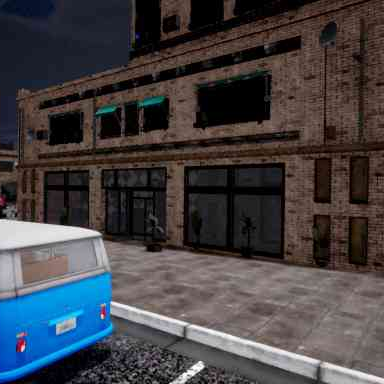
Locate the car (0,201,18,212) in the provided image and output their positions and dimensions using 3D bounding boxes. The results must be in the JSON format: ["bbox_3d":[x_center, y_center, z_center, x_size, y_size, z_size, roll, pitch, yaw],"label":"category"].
[{"bbox_3d":[-16.117,1.793,31.264,1.947,1.339,4.313,0,0,36],"label":"car"}]

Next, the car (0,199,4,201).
[{"bbox_3d":[-21.779,1.684,33.341,1.994,1.385,4.181,1,0,36],"label":"car"}]

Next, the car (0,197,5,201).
[{"bbox_3d":[-22.870,1.411,36.222,2.192,1.841,5.009,0,0,36],"label":"car"}]

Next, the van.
[{"bbox_3d":[-2.989,1.340,4.993,3.998,1.788,1.690,0,1,36],"label":"van"}]
